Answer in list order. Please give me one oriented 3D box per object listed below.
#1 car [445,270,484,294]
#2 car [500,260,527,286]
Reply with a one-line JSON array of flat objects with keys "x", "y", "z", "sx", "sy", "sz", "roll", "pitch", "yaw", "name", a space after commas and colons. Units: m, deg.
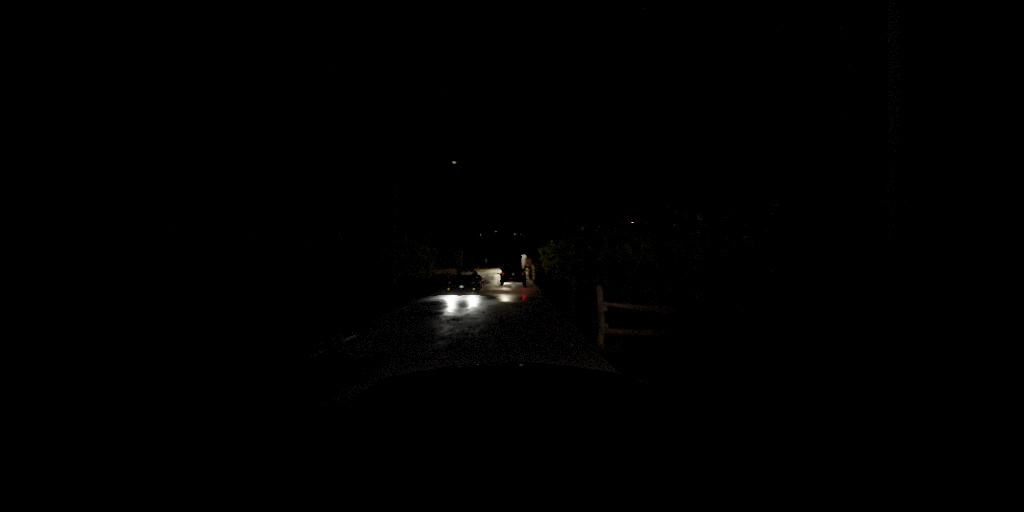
[{"x": -2.837, "y": 1.546, "z": 22.024, "sx": 1.994, "sy": 1.385, "sz": 4.181, "roll": 0, "pitch": -1, "yaw": 0, "name": "car"}, {"x": 0.101, "y": 1.416, "z": 29.366, "sx": 2.097, "sy": 1.767, "sz": 4.553, "roll": 0, "pitch": -1, "yaw": 0, "name": "car"}]
